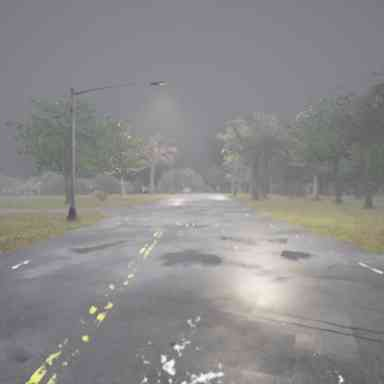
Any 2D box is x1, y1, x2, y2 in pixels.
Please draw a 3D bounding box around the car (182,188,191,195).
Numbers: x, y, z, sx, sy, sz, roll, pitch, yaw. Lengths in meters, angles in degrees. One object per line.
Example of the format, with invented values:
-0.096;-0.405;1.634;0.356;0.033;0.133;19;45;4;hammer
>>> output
-1.509;-0.206;94.862;2.150;2.045;5.566;0;1;4;car
